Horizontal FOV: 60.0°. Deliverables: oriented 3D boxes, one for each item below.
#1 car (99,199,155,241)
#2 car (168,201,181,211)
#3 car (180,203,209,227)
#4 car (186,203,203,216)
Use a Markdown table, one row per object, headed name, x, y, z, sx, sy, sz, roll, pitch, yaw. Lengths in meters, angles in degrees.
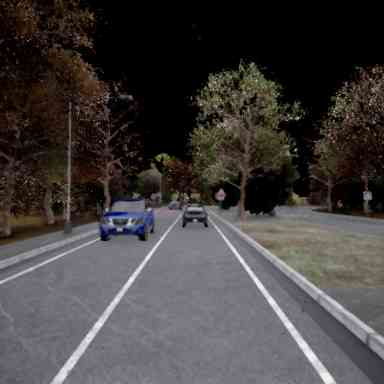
| name | x | y | z | sx | sy | sz | roll | pitch | yaw |
| --- | --- | --- | --- | --- | --- | --- | --- | --- | --- |
| car | -3.260 | 1.389 | 17.817 | 2.150 | 2.045 | 5.566 | 0 | -1 | 0 |
| car | -2.965 | 2.350 | 58.625 | 2.097 | 1.767 | 4.553 | 0 | -1 | 1 |
| car | 0.232 | 1.832 | 25.869 | 1.837 | 1.490 | 4.892 | 0 | -2 | 0 |
| car | 0.320 | 2.209 | 42.905 | 2.128 | 1.511 | 4.902 | 0 | -1 | 0 |
